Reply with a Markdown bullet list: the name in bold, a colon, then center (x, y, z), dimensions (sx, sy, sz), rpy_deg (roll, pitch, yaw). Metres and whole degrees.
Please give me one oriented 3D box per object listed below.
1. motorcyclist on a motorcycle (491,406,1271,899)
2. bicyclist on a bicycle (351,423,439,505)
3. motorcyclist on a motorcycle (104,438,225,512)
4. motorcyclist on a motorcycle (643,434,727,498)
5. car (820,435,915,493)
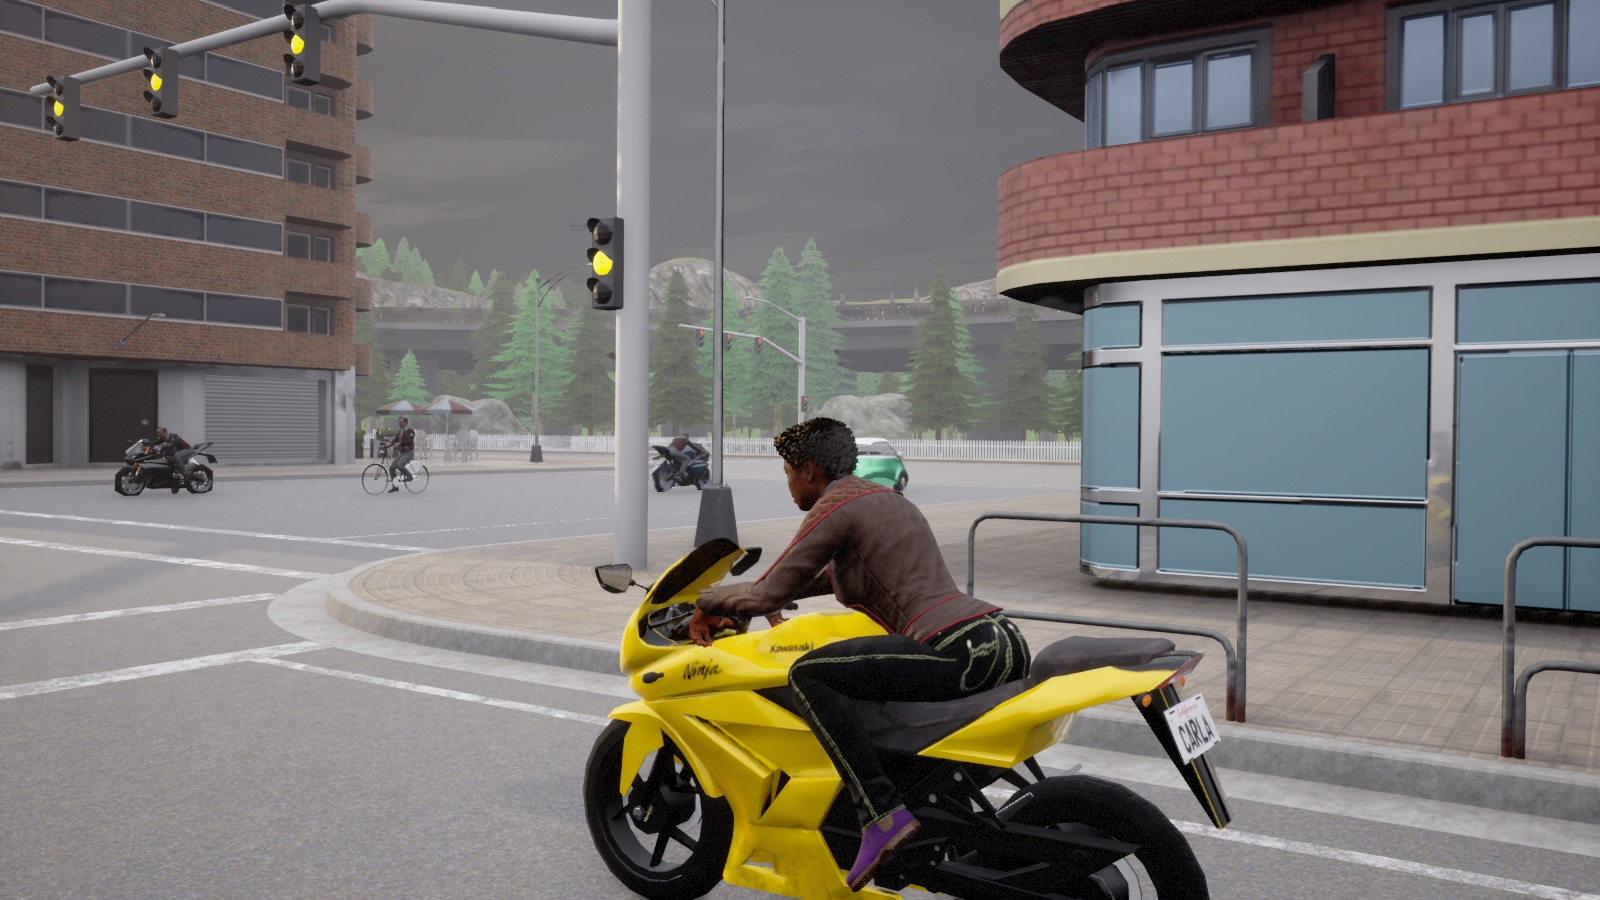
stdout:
- **motorcyclist on a motorcycle**: center (0.158, 0.664, 3.519), dimensions (2.044, 1.523, 0.797), rpy_deg (0, 1, 34)
- **bicyclist on a bicycle**: center (-9.107, 0.298, 28.300), dimensions (0.659, 1.776, 1.843), rpy_deg (0, 1, 34)
- **motorcyclist on a motorcycle**: center (-13.873, 0.517, 27.482), dimensions (0.866, 1.530, 2.191), rpy_deg (0, 1, 34)
- **motorcyclist on a motorcycle**: center (-2.850, 0.364, 31.335), dimensions (0.866, 1.530, 2.191), rpy_deg (0, 1, 34)
- **car**: center (1.732, 0.335, 31.878), dimensions (1.481, 1.376, 2.207), rpy_deg (0, 1, 34)
